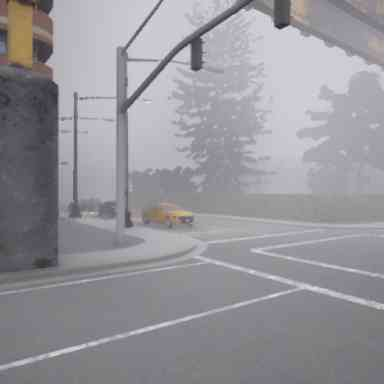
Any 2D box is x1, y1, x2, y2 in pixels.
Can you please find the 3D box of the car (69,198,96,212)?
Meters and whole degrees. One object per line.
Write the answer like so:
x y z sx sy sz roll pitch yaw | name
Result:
-12.802 1.593 38.513 1.994 1.385 4.181 0 0 -35 | car

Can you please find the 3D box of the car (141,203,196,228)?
-1.701 1.507 22.758 1.882 1.535 5.008 0 0 -35 | car

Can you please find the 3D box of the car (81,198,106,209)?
-13.682 1.564 46.134 1.812 1.442 4.674 0 0 -36 | car

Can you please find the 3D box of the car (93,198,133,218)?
-7.101 1.555 30.425 1.812 1.442 4.674 0 0 -35 | car
